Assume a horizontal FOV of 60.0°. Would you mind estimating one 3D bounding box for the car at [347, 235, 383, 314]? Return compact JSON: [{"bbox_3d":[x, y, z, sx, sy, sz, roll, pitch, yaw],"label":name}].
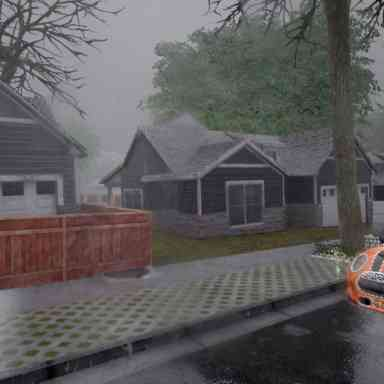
[{"bbox_3d":[5.173,1.347,6.788,4.553,1.767,2.097,0,0,-36],"label":"car"}]
